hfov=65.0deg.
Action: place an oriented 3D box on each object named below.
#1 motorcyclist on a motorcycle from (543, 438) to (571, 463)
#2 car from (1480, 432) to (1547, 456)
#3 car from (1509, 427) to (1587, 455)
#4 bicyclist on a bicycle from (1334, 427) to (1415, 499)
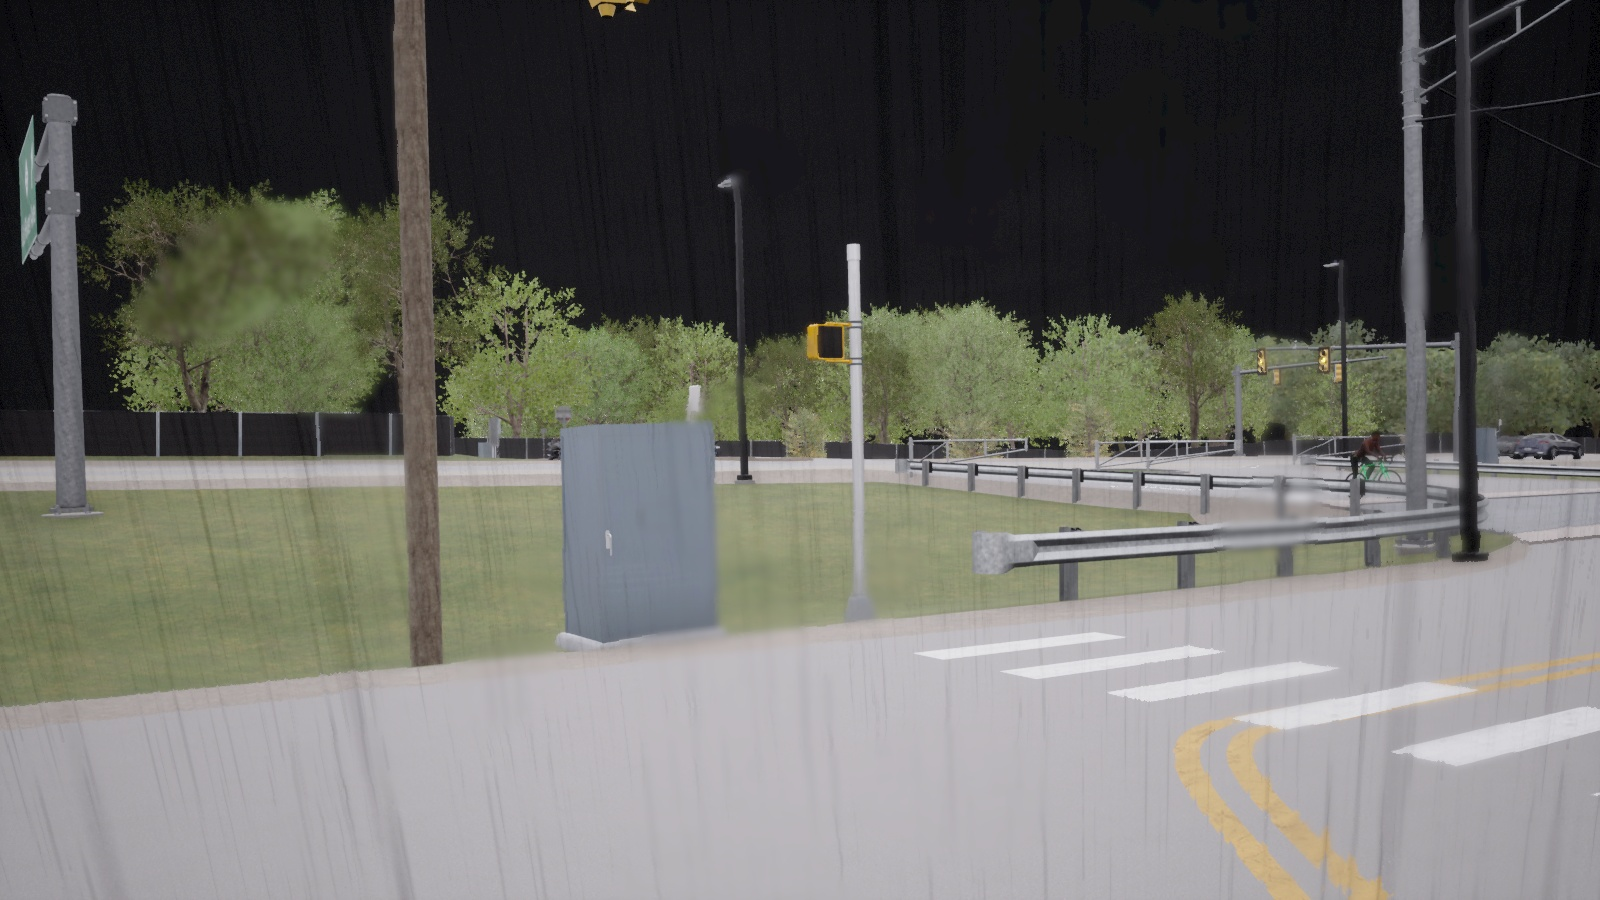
[{"bbox_3d":[-14.978,0.032,77.359,0.866,1.530,2.191,-2,0,-35],"label":"motorcyclist on a motorcycle"},{"bbox_3d":[46.325,-0.387,81.516,4.514,1.525,2.007,0,0,-34],"label":"car"},{"bbox_3d":[45.884,-0.551,76.983,5.027,1.651,2.152,0,0,-34],"label":"car"},{"bbox_3d":[13.444,0.322,29.412,0.582,1.620,1.656,-1,-2,-27],"label":"bicyclist on a bicycle"}]
